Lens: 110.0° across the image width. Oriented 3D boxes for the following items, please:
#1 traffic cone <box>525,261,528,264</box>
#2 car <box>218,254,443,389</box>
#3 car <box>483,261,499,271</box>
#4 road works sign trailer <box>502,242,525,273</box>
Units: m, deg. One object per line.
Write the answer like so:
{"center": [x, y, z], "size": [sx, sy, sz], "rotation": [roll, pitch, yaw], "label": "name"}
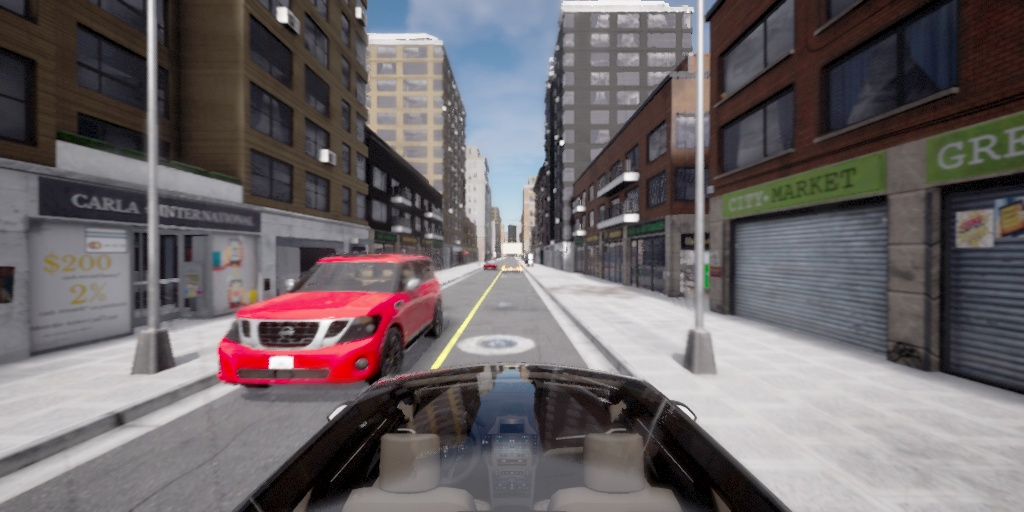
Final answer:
{"center": [1.877, 1.493, 54.129], "size": [0.340, 0.580, 0.340], "rotation": [0, 0, 2], "label": "traffic cone"}
{"center": [-2.850, 0.968, 7.196], "size": [2.150, 2.045, 5.566], "rotation": [0, 0, 0], "label": "car"}
{"center": [-2.823, 1.307, 48.147], "size": [1.895, 1.301, 4.718], "rotation": [0, 0, 0], "label": "car"}
{"center": [0.005, 0.179, 41.129], "size": [2.380, 3.560, 2.880], "rotation": [0, 0, 0], "label": "road works sign trailer"}
